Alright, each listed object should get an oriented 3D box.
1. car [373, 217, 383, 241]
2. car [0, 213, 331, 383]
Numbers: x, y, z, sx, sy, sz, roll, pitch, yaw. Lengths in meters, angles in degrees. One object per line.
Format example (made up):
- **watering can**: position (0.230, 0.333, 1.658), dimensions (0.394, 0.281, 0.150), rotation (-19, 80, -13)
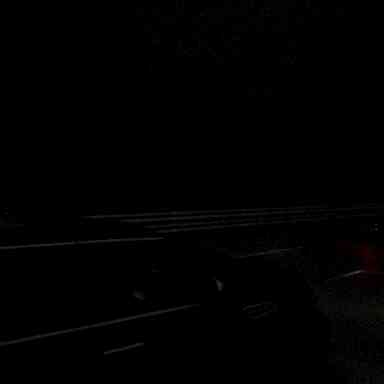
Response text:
- **car**: position (10.125, 1.523, 15.265), dimensions (4.674, 1.442, 1.812), rotation (0, 0, -35)
- **car**: position (-1.125, 1.222, 2.943), dimensions (5.566, 2.045, 2.150), rotation (0, 0, -35)
